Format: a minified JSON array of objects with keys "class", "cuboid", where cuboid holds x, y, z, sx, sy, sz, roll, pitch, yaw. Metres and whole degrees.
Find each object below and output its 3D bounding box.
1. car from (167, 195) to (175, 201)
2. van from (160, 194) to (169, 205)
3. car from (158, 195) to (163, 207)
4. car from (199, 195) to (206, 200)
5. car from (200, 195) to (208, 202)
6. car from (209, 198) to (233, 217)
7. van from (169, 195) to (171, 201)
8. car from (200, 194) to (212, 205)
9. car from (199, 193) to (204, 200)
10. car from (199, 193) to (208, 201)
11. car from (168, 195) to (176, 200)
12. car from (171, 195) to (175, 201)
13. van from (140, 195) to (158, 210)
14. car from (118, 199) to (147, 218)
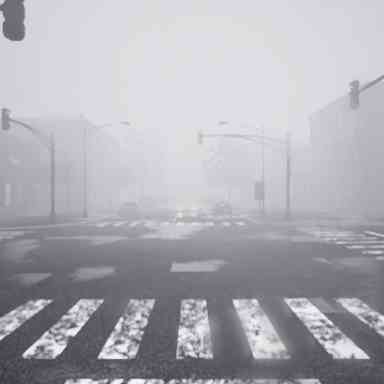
[{"class":"car","cuboid":[-5.463,1.534,86.018,1.887,1.381,4.507,0,0,0]},{"class":"van","cuboid":[-5.539,1.335,58.286,1.690,1.788,3.998,0,0,0]},{"class":"car","cuboid":[-5.567,1.540,47.194,1.887,1.381,4.507,0,0,0]},{"class":"car","cuboid":[2.933,1.533,91.541,1.887,1.381,4.507,-1,0,0]},{"class":"car","cuboid":[2.903,1.535,80.449,1.887,1.381,4.507,-1,0,0]},{"class":"car","cuboid":[2.769,1.523,30.702,1.752,1.417,4.829,-1,0,0]},{"class":"van","cuboid":[-5.524,1.334,63.832,1.690,1.788,3.998,0,0,0]},{"class":"car","cuboid":[2.843,1.544,58.264,2.008,1.369,4.403,-1,0,0]},{"class":"car","cuboid":[2.888,1.557,74.902,1.947,1.339,4.313,-1,0,0]},{"class":"car","cuboid":[2.915,1.304,85.995,2.192,1.841,5.009,-1,0,0]},{"class":"car","cuboid":[-5.448,1.570,91.564,1.802,1.307,4.206,0,0,0]},{"class":"car","cuboid":[-5.478,1.556,80.471,1.947,1.339,4.313,0,0,0]},{"class":"van","cuboid":[-5.583,1.337,41.647,1.690,1.788,3.998,0,0,0]},{"class":"car","cuboid":[-5.611,1.579,30.555,1.802,1.307,4.206,0,0,0]}]
